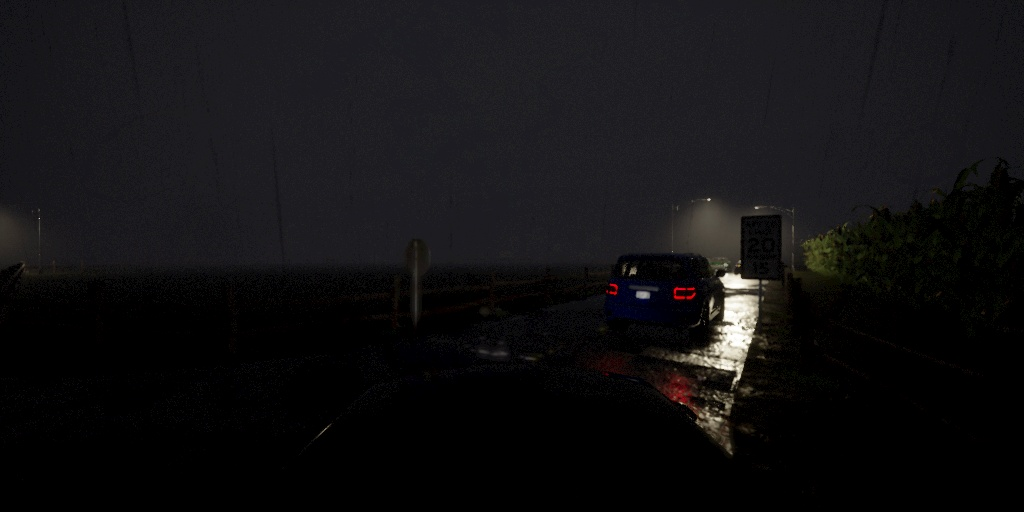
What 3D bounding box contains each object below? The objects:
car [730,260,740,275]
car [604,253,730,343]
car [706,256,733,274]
[{"bbox_3d":[23.000,1.114,35.071,2.128,1.511,4.902,1,0,37],"label":"car"},{"bbox_3d":[4.456,0.937,9.998,2.150,2.045,5.566,1,0,36],"label":"car"},{"bbox_3d":[23.127,0.942,39.965,2.097,1.767,4.553,1,0,36],"label":"car"}]
